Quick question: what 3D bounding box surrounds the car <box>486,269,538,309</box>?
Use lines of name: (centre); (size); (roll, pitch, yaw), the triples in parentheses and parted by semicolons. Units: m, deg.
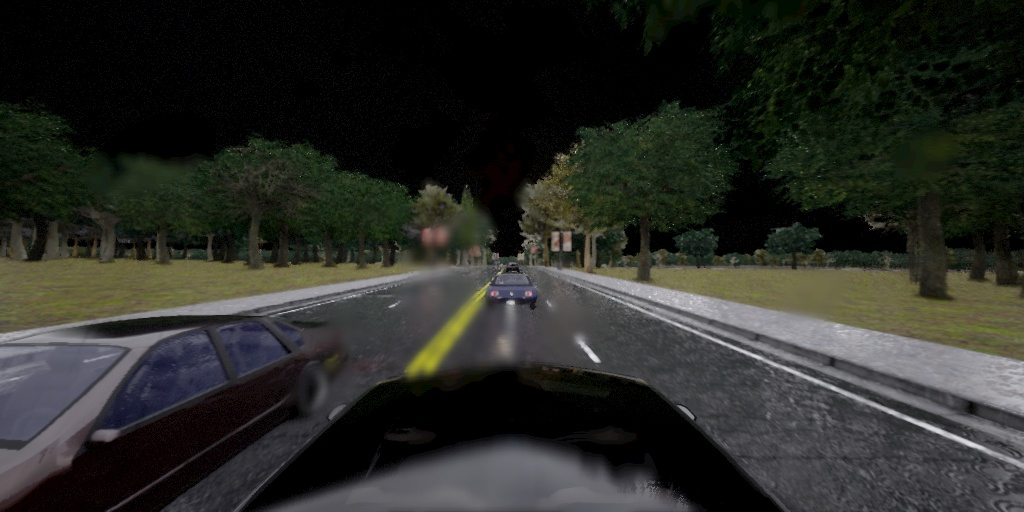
car: (-0.001, 1.398, 15.135); (1.895, 1.301, 4.718); (0, 0, 0)

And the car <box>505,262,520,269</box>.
car: (0.103, 1.545, 51.016); (1.837, 1.490, 4.892); (0, 0, 0)

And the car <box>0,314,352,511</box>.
car: (-3.347, 1.301, 3.133); (2.033, 1.411, 5.357); (0, 0, 0)
